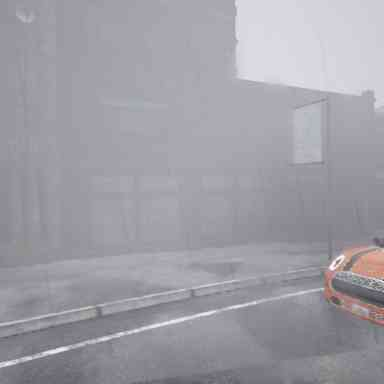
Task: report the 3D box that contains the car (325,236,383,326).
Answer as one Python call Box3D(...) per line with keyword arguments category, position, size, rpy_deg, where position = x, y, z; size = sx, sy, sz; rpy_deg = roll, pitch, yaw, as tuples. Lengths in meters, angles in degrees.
Box3D(category="car", position=(4.785, 1.337, 6.378), size=(4.553, 1.767, 2.097), rpy_deg=(0, 0, -25))
